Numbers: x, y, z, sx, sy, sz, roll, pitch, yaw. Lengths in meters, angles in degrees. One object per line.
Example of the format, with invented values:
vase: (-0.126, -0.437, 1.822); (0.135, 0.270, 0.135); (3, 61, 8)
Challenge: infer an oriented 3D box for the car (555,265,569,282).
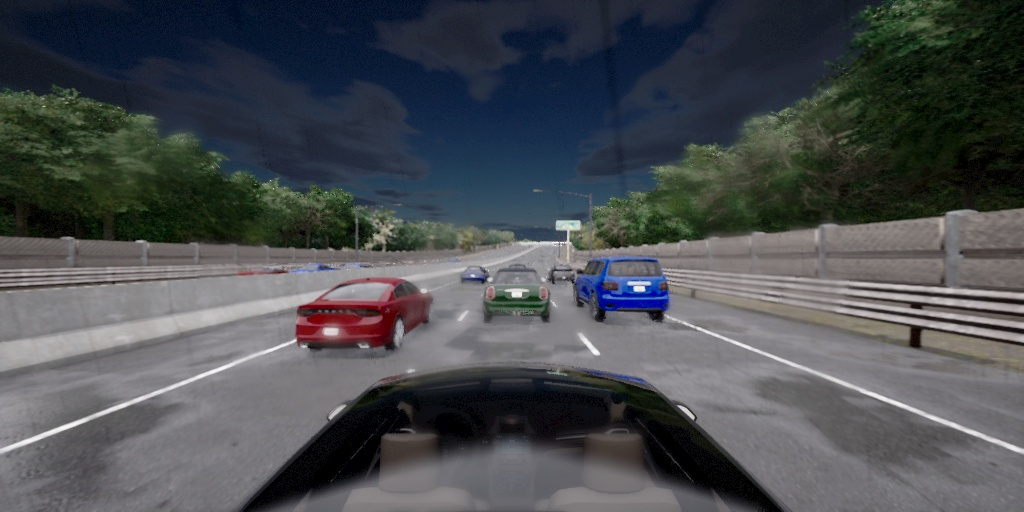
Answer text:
car: (3.963, 1.447, 29.228); (2.128, 1.511, 4.902); (0, 0, 1)

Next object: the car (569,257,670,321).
car: (3.674, 1.055, 12.934); (2.150, 2.045, 5.566); (0, 0, 1)

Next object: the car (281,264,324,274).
car: (-17.191, 1.434, 31.042); (1.882, 1.535, 5.008); (0, 0, 2)

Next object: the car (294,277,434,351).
car: (-3.364, 1.281, 9.196); (1.882, 1.535, 5.008); (0, 0, 0)

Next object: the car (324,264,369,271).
car: (-13.693, 1.435, 30.898); (1.882, 1.535, 5.008); (0, 0, 2)

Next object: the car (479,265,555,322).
car: (0.173, 1.183, 12.766); (2.097, 1.767, 4.553); (0, 0, 1)

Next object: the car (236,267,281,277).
car: (-20.716, 1.549, 30.250); (1.895, 1.301, 4.718); (0, 0, 2)

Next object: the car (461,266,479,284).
car: (-3.020, 1.521, 29.961); (1.994, 1.385, 4.181); (0, 0, 1)
